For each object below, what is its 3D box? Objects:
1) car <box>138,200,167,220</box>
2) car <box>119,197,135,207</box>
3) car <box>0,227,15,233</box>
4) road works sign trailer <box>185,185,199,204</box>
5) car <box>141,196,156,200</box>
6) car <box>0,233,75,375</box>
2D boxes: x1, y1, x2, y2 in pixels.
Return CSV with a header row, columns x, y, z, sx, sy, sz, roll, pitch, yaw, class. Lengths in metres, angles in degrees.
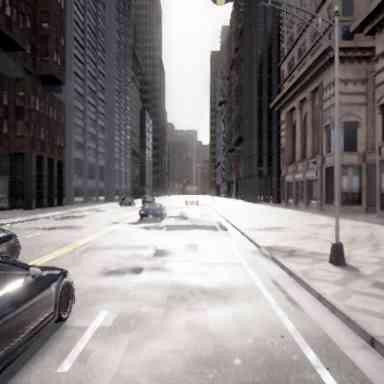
x,y,z,sx,sy,sz,roll,pitch,yaw,class
-3.141,1.558,27.513,1.895,1.301,4.718,0,0,0,car
-9.803,1.478,50.461,1.837,1.490,4.892,0,0,0,car
-6.596,1.540,9.196,1.994,1.385,4.181,0,0,0,car
0.021,0.456,61.827,2.380,3.560,2.880,0,0,0,road works sign trailer
-6.556,1.451,50.443,1.882,1.535,5.008,0,0,0,car
-3.149,1.551,4.488,1.994,1.385,4.181,0,0,0,car
